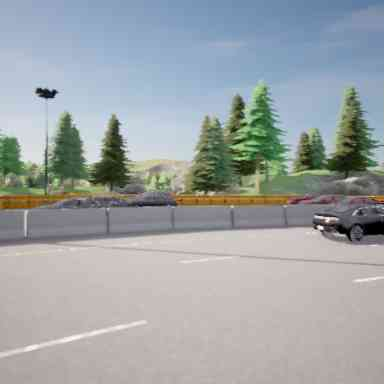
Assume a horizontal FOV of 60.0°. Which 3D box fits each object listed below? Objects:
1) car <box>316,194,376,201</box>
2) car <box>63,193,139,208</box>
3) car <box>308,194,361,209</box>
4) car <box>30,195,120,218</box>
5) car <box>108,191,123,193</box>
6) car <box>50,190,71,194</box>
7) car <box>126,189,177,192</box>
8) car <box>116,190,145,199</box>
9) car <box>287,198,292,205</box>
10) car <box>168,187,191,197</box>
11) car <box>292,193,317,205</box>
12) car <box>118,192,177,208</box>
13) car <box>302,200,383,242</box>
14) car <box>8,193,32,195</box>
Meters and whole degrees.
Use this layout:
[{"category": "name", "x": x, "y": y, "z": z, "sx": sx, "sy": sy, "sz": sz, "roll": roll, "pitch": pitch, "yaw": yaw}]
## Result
[{"category": "car", "x": 13.069, "y": 1.078, "z": 26.791, "sx": 5.008, "sy": 1.535, "sz": 1.882, "roll": 0, "pitch": 1, "yaw": -8}, {"category": "car", "x": -6.658, "y": 1.029, "z": 24.077, "sx": 4.892, "sy": 1.490, "sz": 1.837, "roll": 1, "pitch": 0, "yaw": -27}, {"category": "car", "x": 14.577, "y": 1.000, "z": 34.211, "sx": 4.674, "sy": 1.442, "sz": 1.812, "roll": 0, "pitch": 1, "yaw": -5}, {"category": "car", "x": -7.122, "y": 1.094, "z": 19.894, "sx": 4.892, "sy": 1.490, "sz": 1.837, "roll": 1, "pitch": 0, "yaw": -29}, {"category": "car", "x": -11.660, "y": 0.542, "z": 50.044, "sx": 2.128, "sy": 1.511, "sz": 4.902, "roll": 1, "pitch": 1, "yaw": 27}, {"category": "car", "x": -17.983, "y": 0.552, "z": 45.088, "sx": 1.882, "sy": 1.535, "sz": 5.008, "roll": 1, "pitch": 1, "yaw": 26}, {"category": "car", "x": -3.921, "y": 0.750, "z": 33.137, "sx": 4.553, "sy": 1.767, "sz": 2.097, "roll": 0, "pitch": 1, "yaw": -21}, {"category": "car", "x": -10.866, "y": 0.453, "z": 59.122, "sx": 2.033, "sy": 1.411, "sz": 5.357, "roll": 1, "pitch": 1, "yaw": 28}, {"category": "car", "x": 13.253, "y": 0.888, "z": 37.570, "sx": 5.008, "sy": 1.535, "sz": 1.882, "roll": 0, "pitch": 1, "yaw": -6}, {"category": "car", "x": -2.711, "y": -0.014, "z": 72.321, "sx": 2.150, "sy": 2.045, "sz": 5.566, "roll": 1, "pitch": 1, "yaw": 35}, {"category": "car", "x": 12.116, "y": 1.016, "z": 30.162, "sx": 5.008, "sy": 1.535, "sz": 1.882, "roll": 0, "pitch": 1, "yaw": -8}, {"category": "car", "x": -3.721, "y": 0.964, "z": 29.467, "sx": 4.892, "sy": 1.490, "sz": 1.837, "roll": 0, "pitch": 1, "yaw": -22}, {"category": "car", "x": 7.747, "y": 1.289, "z": 14.813, "sx": 4.902, "sy": 1.511, "sz": 2.128, "roll": 0, "pitch": 1, "yaw": -18}, {"category": "car", "x": -18.655, "y": 0.770, "z": 35.647, "sx": 2.033, "sy": 1.411, "sz": 5.357, "roll": 1, "pitch": 1, "yaw": 25}]
